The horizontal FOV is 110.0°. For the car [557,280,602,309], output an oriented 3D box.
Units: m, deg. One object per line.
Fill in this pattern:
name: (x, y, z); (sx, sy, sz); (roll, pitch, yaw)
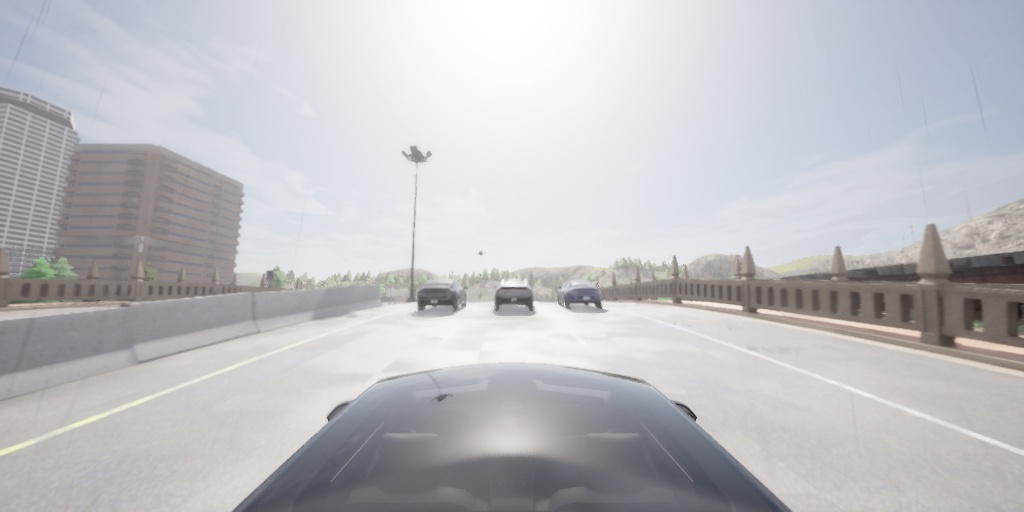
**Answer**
car: (3.603, 2.061, 19.581); (1.812, 1.442, 4.674); (0, -5, 0)

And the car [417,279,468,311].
car: (-3.397, 1.922, 18.071); (1.837, 1.490, 4.892); (0, -4, 0)

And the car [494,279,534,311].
car: (0.103, 1.942, 18.486); (2.128, 1.511, 4.902); (0, -4, 0)
